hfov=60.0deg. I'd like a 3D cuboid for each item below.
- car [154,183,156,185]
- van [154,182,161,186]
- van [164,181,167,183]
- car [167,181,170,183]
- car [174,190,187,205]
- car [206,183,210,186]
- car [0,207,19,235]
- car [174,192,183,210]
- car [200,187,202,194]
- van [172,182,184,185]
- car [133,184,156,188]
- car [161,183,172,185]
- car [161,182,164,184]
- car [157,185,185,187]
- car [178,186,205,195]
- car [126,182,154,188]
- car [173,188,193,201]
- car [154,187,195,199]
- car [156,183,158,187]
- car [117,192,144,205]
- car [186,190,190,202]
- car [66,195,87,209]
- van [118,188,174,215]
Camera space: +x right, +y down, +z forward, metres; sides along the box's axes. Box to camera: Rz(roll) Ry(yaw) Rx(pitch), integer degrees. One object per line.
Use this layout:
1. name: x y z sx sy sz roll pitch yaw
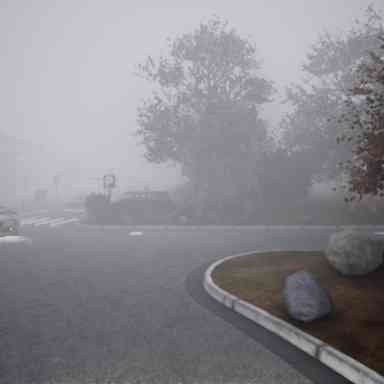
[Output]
1. car: -11.705 -0.826 76.261 5.366 1.575 1.946 0 2 7
2. van: -10.746 -1.288 81.778 4.442 1.987 1.878 0 2 7
3. van: -9.754 -1.653 90.123 4.442 1.987 1.878 0 3 7
4. car: -9.508 -1.523 92.926 4.792 1.488 2.163 0 3 7
5. car: -3.529 0.902 34.249 5.366 1.575 1.946 0 2 7
6. car: 3.887 -1.708 94.809 4.792 1.488 2.163 0 3 7
7. car: -10.433 1.515 17.879 1.994 1.385 4.181 0 0 -26
8. car: -3.643 1.055 31.470 4.792 1.488 2.163 0 2 7
9. car: -1.386 0.186 50.747 5.008 1.535 2.097 0 2 7
10. van: -0.612 -0.278 56.231 4.442 1.987 1.878 0 2 7
11. car: -8.676 -0.153 60.208 2.128 1.511 4.902 0 2 7
12. car: -4.386 -0.499 67.699 2.128 1.511 4.902 0 2 7
13. car: -10.535 -1.182 84.583 5.008 1.535 2.097 0 2 7
14. car: -2.005 0.299 45.230 4.553 1.767 2.185 0 2 7
15. car: -0.100 -0.259 61.766 4.792 1.488 2.163 0 2 7
16. car: -11.882 -0.954 73.451 5.566 2.045 2.435 0 2 7
17. car: -2.696 0.665 39.733 4.892 1.521 2.231 0 2 7
18. car: -2.357 0.544 42.485 5.008 1.535 2.097 0 2 7
19. car: -11.188 -0.903 79.022 4.674 1.452 2.002 0 2 7
20. car: -7.534 0.754 41.232 1.895 1.301 4.718 0 2 7
21. car: -2.988 0.814 36.978 4.792 1.488 2.163 0 2 7
22. car: -11.687 0.992 35.482 1.994 1.385 4.181 0 2 7
23. van: -4.117 0.920 28.725 4.442 1.987 1.878 0 2 7
